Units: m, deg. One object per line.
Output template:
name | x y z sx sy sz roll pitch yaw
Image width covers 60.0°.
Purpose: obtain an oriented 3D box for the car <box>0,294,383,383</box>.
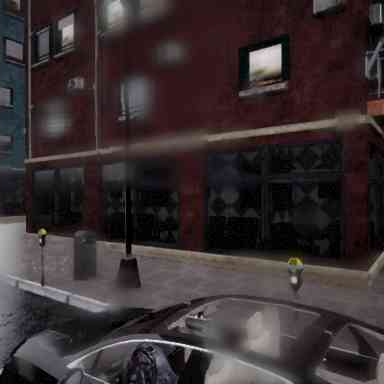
car | 0.193 1.551 2.594 4.403 1.369 2.008 0 -1 36
